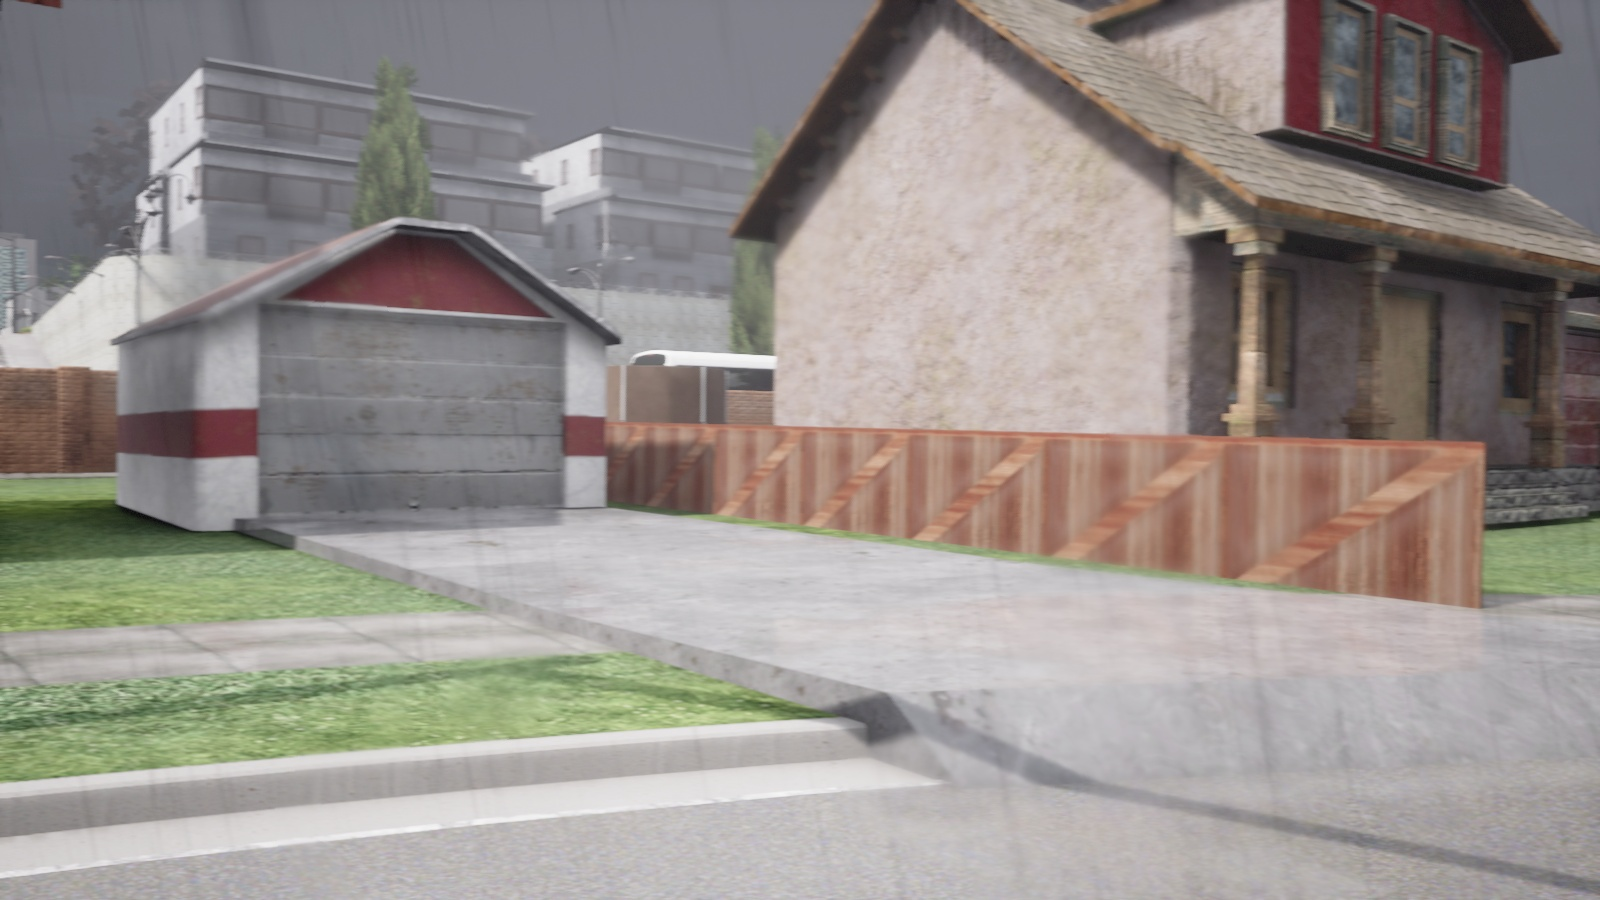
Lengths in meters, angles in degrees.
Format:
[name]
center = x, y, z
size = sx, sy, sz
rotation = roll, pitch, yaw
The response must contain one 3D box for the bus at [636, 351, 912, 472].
[bus]
center = -0.864, -1.481, 48.846
size = 10.273, 4.253, 3.944
rotation = -1, 1, -36
